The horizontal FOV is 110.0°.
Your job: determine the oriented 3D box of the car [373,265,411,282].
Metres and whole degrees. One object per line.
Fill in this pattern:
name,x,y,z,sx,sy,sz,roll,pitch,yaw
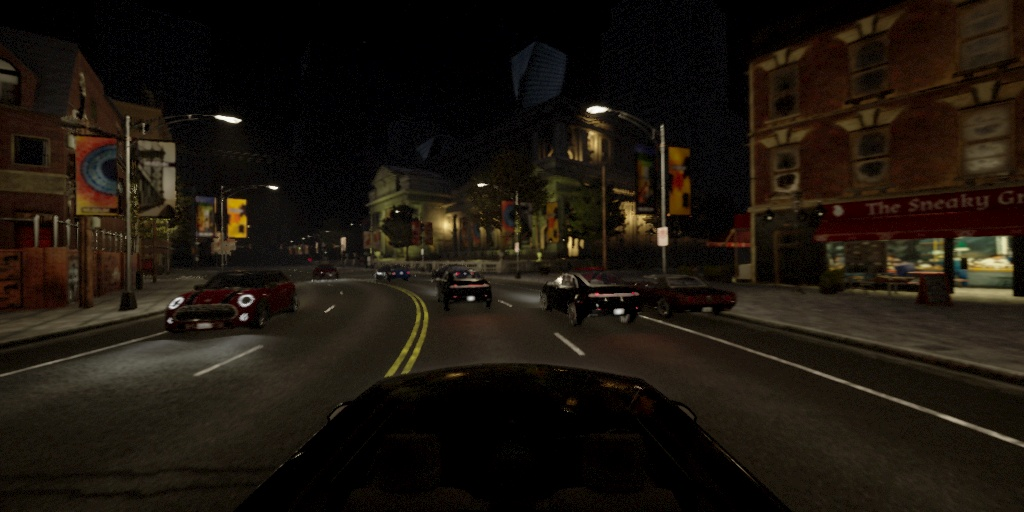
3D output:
car,-10.800,1.502,32.076,2.033,1.411,5.357,-1,0,-38

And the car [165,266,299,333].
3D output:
car,-8.551,1.228,11.428,2.097,1.767,4.553,-1,0,-16

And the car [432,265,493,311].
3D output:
car,-2.104,1.300,15.021,2.128,1.511,4.902,-1,0,-16

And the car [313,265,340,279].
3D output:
car,-19.285,1.629,37.071,1.812,1.442,4.674,-1,0,-39

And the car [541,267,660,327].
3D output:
car,2.317,1.239,11.671,2.128,1.511,4.902,-1,0,-11

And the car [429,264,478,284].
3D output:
car,-4.952,1.427,29.817,2.033,1.411,5.357,-1,0,-33
